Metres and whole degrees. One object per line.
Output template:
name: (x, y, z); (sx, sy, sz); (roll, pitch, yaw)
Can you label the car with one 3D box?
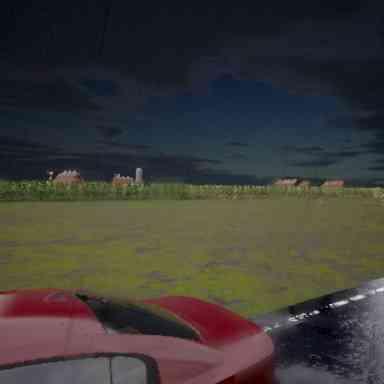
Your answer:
car: (-1.644, 1.476, 1.899); (5.008, 1.535, 1.882); (0, 0, -36)
